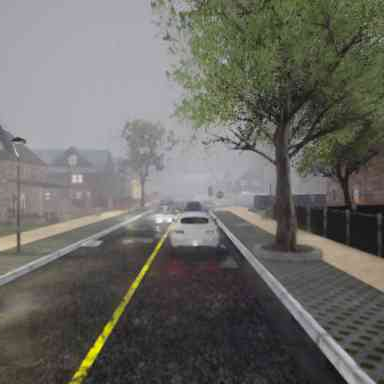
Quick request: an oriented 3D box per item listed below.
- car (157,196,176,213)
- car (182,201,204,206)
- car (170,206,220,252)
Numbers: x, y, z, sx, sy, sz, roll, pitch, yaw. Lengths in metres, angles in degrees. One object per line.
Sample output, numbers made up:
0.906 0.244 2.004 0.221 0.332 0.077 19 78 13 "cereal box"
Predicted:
-2.740 1.472 36.698 2.128 1.511 4.902 0 0 0 "car"
0.109 1.510 29.503 1.812 1.442 4.674 0 0 0 "car"
0.102 1.520 13.706 1.812 1.442 4.674 0 0 0 "car"
